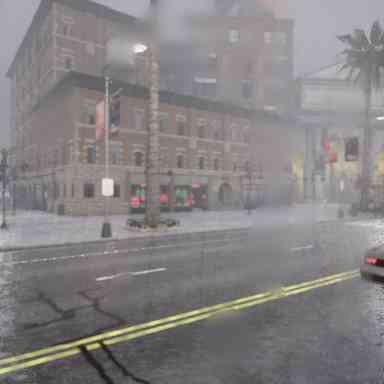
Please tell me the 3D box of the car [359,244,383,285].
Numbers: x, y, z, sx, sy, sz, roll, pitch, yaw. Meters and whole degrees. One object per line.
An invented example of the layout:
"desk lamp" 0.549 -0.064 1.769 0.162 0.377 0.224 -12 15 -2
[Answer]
"car" 6.278 1.565 8.223 5.357 1.411 2.033 0 0 -36
